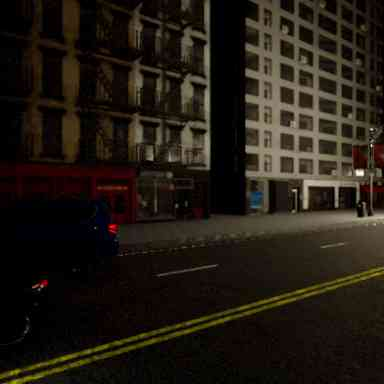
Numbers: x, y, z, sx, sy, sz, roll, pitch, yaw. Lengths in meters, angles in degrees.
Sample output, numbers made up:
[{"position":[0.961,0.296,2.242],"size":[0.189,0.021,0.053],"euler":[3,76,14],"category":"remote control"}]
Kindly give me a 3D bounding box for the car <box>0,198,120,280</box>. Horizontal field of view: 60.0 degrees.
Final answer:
[{"position":[-4.612,1.213,8.377],"size":[5.566,2.045,2.150],"euler":[-1,1,-35],"category":"car"}]

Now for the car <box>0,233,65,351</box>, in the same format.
[{"position":[-4.253,1.567,4.643],"size":[4.181,1.385,1.994],"euler":[0,0,-35],"category":"car"}]
